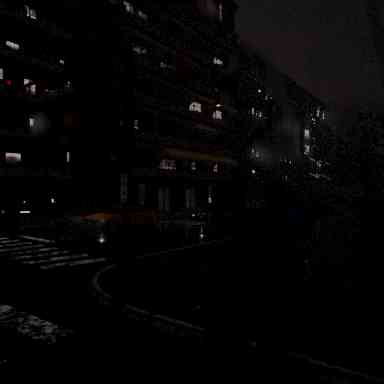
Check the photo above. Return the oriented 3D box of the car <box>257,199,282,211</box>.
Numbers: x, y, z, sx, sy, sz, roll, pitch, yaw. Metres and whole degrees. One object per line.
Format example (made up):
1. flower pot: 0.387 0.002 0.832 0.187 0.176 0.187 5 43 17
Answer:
1. car: 10.731 1.743 45.980 1.967 1.590 4.097 1 0 36

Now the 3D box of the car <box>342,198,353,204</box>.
1. car: 40.200 2.220 85.912 1.752 1.417 4.829 1 0 36

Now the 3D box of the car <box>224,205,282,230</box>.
1. car: 4.324 1.827 23.189 1.947 1.339 4.313 1 0 36

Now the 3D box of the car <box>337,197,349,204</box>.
1. car: 37.016 2.093 81.598 1.967 1.590 4.097 1 0 36

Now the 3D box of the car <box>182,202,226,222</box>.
1. car: 1.551 1.696 29.174 1.837 1.490 4.892 1 0 36

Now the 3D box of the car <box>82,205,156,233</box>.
1. car: -4.412 1.585 21.107 1.882 1.535 5.008 1 0 37

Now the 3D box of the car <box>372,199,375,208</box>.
1. car: 30.609 2.202 58.806 1.802 1.307 4.206 1 0 36

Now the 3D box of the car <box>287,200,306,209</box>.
1. car: 17.301 1.974 54.885 1.802 1.307 4.206 1 0 36

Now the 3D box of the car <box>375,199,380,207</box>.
1. car: 33.896 2.104 63.259 1.967 1.590 4.097 1 0 36

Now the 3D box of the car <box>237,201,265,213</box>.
1. car: 7.444 1.840 41.528 1.802 1.307 4.206 1 0 36

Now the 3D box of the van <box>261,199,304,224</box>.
1. van: 7.612 1.647 27.641 1.690 1.788 3.998 1 0 36

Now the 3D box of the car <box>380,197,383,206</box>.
1. car: 37.181 2.251 67.710 1.887 1.381 4.507 1 0 36

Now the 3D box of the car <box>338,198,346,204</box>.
1. car: 33.729 2.176 77.145 1.947 1.339 4.313 1 0 36

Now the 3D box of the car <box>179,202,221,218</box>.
1. car: 0.873 1.712 32.623 1.887 1.381 4.507 1 0 36

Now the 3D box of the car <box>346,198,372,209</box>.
1. car: 27.327 1.891 54.355 2.192 1.841 5.009 1 0 36

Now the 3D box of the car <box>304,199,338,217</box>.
1. car: 14.183 1.837 36.546 1.967 1.590 4.097 1 0 36

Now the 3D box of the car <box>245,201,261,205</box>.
1. car: 7.827 1.755 37.665 1.882 1.535 5.008 1 0 37

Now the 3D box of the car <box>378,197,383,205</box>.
1. car: 47.041 2.150 81.068 2.192 1.841 5.009 1 0 36

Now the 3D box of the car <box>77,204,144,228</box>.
1. car: -5.699 1.626 23.719 2.008 1.369 4.403 1 0 36
